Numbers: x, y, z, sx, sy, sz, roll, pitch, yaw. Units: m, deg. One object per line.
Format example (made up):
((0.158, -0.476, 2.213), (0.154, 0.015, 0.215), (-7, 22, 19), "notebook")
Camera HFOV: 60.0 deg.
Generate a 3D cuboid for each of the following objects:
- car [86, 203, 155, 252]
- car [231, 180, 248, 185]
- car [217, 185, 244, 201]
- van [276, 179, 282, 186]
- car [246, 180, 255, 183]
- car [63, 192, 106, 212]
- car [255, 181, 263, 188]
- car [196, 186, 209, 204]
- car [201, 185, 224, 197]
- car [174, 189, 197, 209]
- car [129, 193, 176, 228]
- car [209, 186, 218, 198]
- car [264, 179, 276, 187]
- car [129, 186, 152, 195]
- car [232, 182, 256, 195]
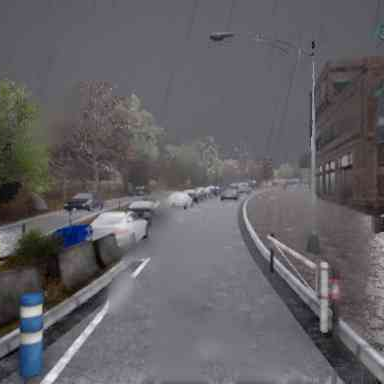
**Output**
((-3.037, 1.483, 13.811), (2.002, 1.452, 4.674), (-2, 2, 3), "car")
((8.349, -0.906, 63.222), (2.231, 1.521, 4.892), (-3, 2, 24), "car")
((4.659, 0.272, 39.693), (1.994, 1.385, 4.181), (0, 3, 14), "car")
((21.426, -2.363, 87.983), (1.878, 1.987, 4.442), (-3, 2, 31), "van")
((10.593, -1.162, 68.337), (2.231, 1.521, 4.892), (-3, 2, 24), "car")
((-8.364, 0.725, 26.415), (2.033, 1.411, 5.357), (0, 3, 1), "car")
((13.016, -1.671, 73.395), (2.435, 2.045, 5.566), (-3, 2, 27), "car")
((0.060, 0.408, 36.460), (2.097, 1.535, 5.008), (0, 3, 13), "car")
((3.031, -0.173, 48.107), (2.097, 1.535, 5.008), (0, 3, 17), "car")
((-1.138, 0.733, 30.351), (2.002, 1.452, 4.674), (-1, 2, 11), "car")
((-2.653, 1.150, 19.934), (2.097, 1.535, 5.008), (1, 3, 8), "car")
((1.338, 0.126, 42.017), (2.231, 1.521, 4.892), (0, 3, 15), "car")
((18.514, -1.917, 83.313), (1.946, 1.575, 5.366), (-2, 2, 33), "car")
((-6.672, -0.087, 43.399), (1.994, 1.385, 4.181), (0, 3, 10), "car")
((8.164, -0.345, 51.945), (2.033, 1.411, 5.357), (0, 3, 18), "car")
